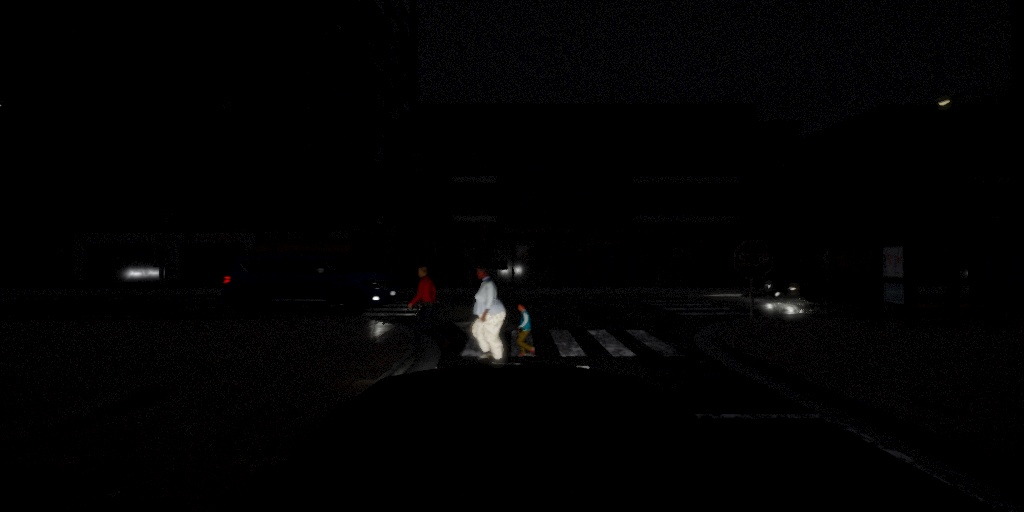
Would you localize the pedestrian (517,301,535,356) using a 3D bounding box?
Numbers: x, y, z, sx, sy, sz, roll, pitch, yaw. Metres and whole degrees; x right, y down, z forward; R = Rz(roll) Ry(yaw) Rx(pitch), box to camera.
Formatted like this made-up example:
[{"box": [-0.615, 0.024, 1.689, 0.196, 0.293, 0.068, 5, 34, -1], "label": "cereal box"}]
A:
[{"box": [0.262, 1.421, 7.092, 0.500, 1.100, 0.500, 0, 0, 0], "label": "pedestrian"}]

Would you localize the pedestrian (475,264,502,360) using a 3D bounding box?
[{"box": [-0.420, 1.044, 6.496, 0.375, 1.860, 0.375, 0, 0, 0], "label": "pedestrian"}]

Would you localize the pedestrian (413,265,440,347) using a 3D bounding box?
[{"box": [-1.838, 1.043, 7.703, 0.375, 1.860, 0.375, 0, 0, 0], "label": "pedestrian"}]

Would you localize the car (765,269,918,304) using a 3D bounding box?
[{"box": [14.284, 1.276, 15.698, 5.357, 1.411, 2.033, 0, 0, 0], "label": "car"}]

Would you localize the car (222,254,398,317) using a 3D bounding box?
[{"box": [-7.002, 0.969, 12.707, 5.566, 2.045, 2.150, 0, 0, 0], "label": "car"}]
